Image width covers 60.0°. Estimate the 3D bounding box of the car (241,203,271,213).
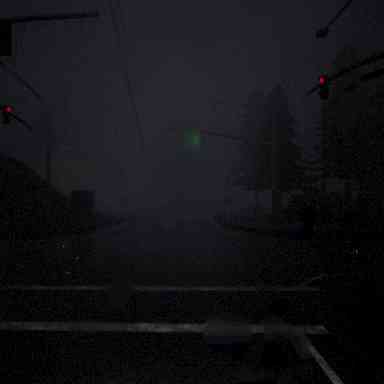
[{"bbox_3d":[8.908,2.237,46.225,4.181,1.385,1.994,0,-1,1],"label":"car"}]
